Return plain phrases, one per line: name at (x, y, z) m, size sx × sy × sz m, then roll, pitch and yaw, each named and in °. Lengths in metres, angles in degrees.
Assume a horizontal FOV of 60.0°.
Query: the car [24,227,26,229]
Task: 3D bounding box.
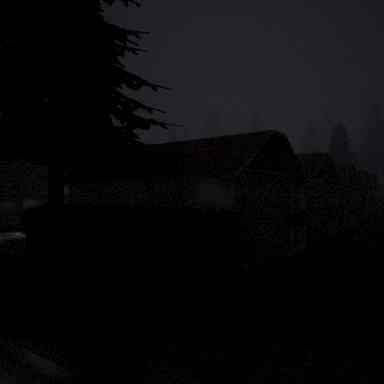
car at (-9.458, 1.864, 23.774) m, size 2.097 × 1.767 × 4.553 m, roll -1°, pitch -1°, yaw 36°
